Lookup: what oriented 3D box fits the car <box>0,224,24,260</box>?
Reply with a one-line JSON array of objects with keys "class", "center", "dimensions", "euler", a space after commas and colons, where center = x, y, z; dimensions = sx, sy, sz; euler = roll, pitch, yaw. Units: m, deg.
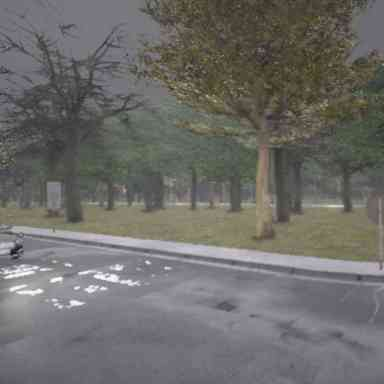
[{"class": "car", "center": [-8.090, 1.697, 12.285], "dimensions": [4.902, 1.511, 2.128], "euler": [-1, -1, 36]}]
